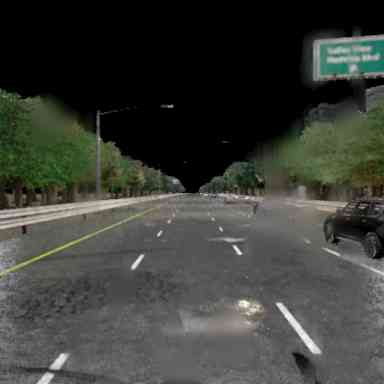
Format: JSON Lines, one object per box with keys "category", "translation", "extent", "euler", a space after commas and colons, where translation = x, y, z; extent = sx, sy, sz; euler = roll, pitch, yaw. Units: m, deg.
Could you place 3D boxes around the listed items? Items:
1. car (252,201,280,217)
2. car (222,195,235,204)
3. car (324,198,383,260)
{"category": "car", "translation": [7.005, 1.573, 31.669], "extent": [1.994, 1.385, 4.181], "euler": [0, 0, 0]}
{"category": "car", "translation": [7.013, 1.562, 62.801], "extent": [2.033, 1.411, 5.357], "euler": [0, 0, 0]}
{"category": "car", "translation": [7.001, 1.225, 12.607], "extent": [2.150, 2.045, 5.566], "euler": [0, 0, 0]}
